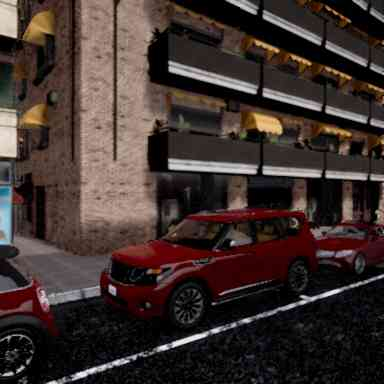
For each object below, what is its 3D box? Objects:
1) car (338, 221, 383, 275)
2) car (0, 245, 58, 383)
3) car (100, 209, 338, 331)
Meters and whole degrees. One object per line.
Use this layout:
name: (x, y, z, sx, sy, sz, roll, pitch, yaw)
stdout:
car: (5.191, 1.612, 10.500, 4.206, 1.307, 1.802, 0, 0, -37)
car: (-3.845, 1.461, 3.760, 4.097, 1.590, 1.967, 0, 0, -37)
car: (0.674, 1.340, 7.130, 5.009, 1.841, 2.192, 0, 0, -37)
